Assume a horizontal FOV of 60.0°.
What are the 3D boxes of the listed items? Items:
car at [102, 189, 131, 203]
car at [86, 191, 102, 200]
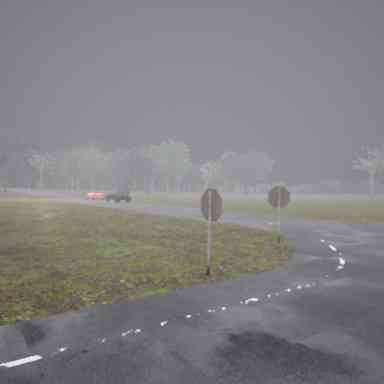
[{"bbox_3d":[-11.378,0.601,51.121,2.150,2.045,5.566,2,0,-35],"label":"car"},{"bbox_3d":[-17.369,0.532,59.571,2.097,1.767,4.553,2,0,-35],"label":"car"}]
